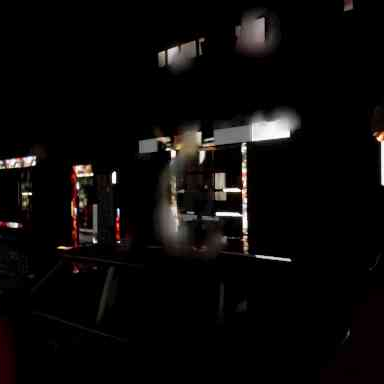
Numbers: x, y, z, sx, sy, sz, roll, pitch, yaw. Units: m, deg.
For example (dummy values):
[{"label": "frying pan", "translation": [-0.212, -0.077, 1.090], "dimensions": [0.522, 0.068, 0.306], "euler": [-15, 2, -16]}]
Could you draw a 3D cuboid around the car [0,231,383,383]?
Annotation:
[{"label": "car", "translation": [-0.329, 1.315, 3.123], "dimensions": [5.009, 1.841, 2.192], "euler": [0, -1, 35]}]
